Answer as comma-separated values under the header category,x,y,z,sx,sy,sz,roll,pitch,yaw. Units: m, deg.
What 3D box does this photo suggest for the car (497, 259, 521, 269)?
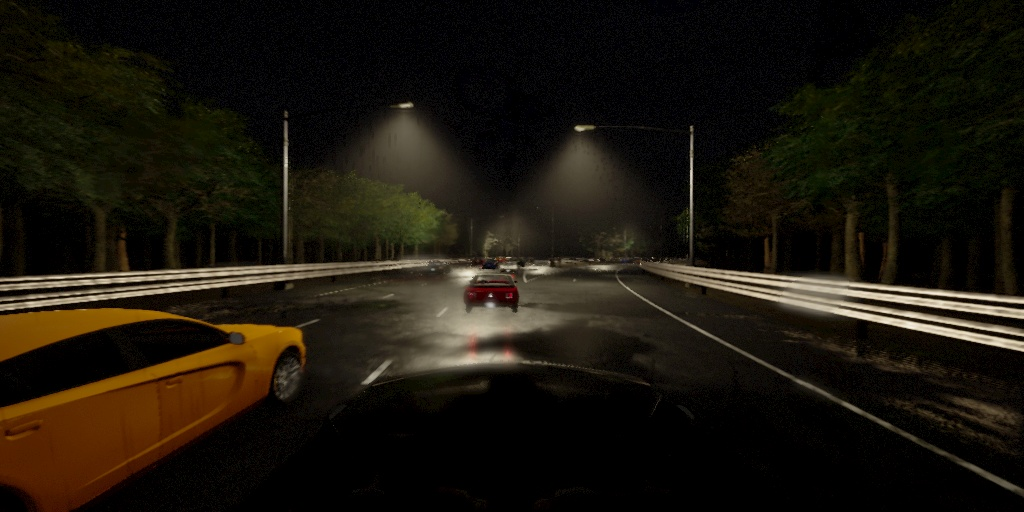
category,x,y,z,sx,sy,sz,roll,pitch,yaw
car,-0.293,1.297,41.233,1.895,1.301,4.718,0,0,3

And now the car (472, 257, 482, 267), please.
category,x,y,z,sx,sy,sz,roll,pitch,yaw
car,-5.660,0.997,63.430,2.097,1.767,4.553,0,0,6

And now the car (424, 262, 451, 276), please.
category,x,y,z,sx,sy,sz,roll,pitch,yaw
car,-7.432,1.246,36.085,1.994,1.385,4.181,0,0,2

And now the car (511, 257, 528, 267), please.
category,x,y,z,sx,sy,sz,roll,pitch,yaw
car,1.249,1.021,62.650,2.097,1.767,4.553,0,0,5

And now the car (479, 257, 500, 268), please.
category,x,y,z,sx,sy,sz,roll,pitch,yaw
car,-3.077,1.238,52.322,1.994,1.385,4.181,0,0,4

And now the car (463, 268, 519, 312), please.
category,x,y,z,sx,sy,sz,roll,pitch,yaw
car,-0.723,1.343,14.116,1.895,1.301,4.718,0,0,-1

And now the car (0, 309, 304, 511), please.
category,x,y,z,sx,sy,sz,roll,pitch,yaw
car,-3.874,1.213,3.174,1.882,1.535,5.008,0,0,-2
